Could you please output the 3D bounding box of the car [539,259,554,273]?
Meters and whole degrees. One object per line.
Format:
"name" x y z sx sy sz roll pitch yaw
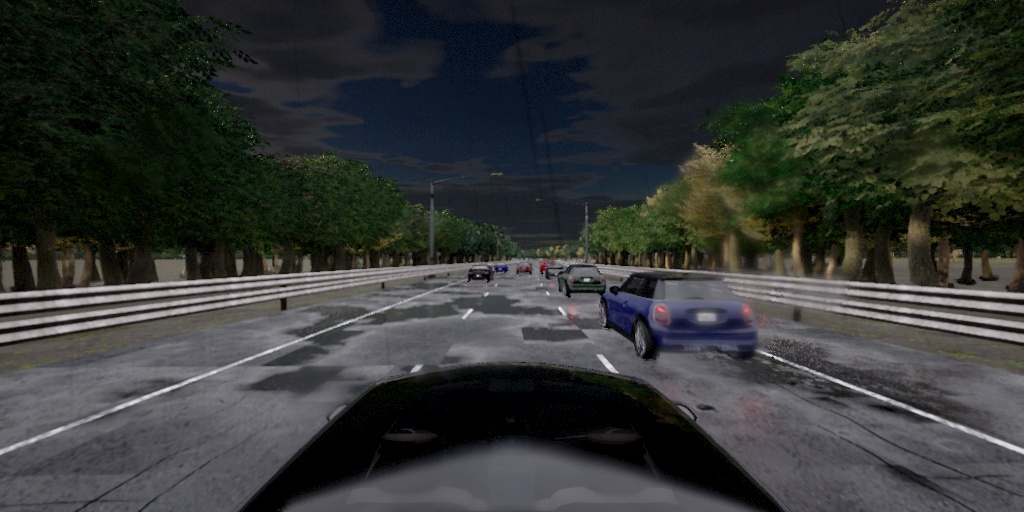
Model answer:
"car" 5.095 1.481 50.762 2.150 2.045 5.566 0 -1 3

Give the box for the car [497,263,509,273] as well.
"car" -1.584 1.772 54.717 1.882 1.535 5.008 0 -1 4

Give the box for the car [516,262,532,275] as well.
"car" 1.651 1.595 49.570 2.097 1.767 4.553 0 -1 2

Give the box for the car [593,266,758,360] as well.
"car" 3.579 1.159 8.653 2.097 1.767 4.553 0 0 1

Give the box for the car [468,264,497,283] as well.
"car" -2.706 1.521 32.166 1.882 1.535 5.008 0 -1 2

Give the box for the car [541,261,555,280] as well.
"car" 4.394 1.593 36.734 2.128 1.511 4.902 0 -1 2

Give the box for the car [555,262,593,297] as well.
"car" 3.817 1.267 20.148 2.097 1.767 4.553 0 -1 1
